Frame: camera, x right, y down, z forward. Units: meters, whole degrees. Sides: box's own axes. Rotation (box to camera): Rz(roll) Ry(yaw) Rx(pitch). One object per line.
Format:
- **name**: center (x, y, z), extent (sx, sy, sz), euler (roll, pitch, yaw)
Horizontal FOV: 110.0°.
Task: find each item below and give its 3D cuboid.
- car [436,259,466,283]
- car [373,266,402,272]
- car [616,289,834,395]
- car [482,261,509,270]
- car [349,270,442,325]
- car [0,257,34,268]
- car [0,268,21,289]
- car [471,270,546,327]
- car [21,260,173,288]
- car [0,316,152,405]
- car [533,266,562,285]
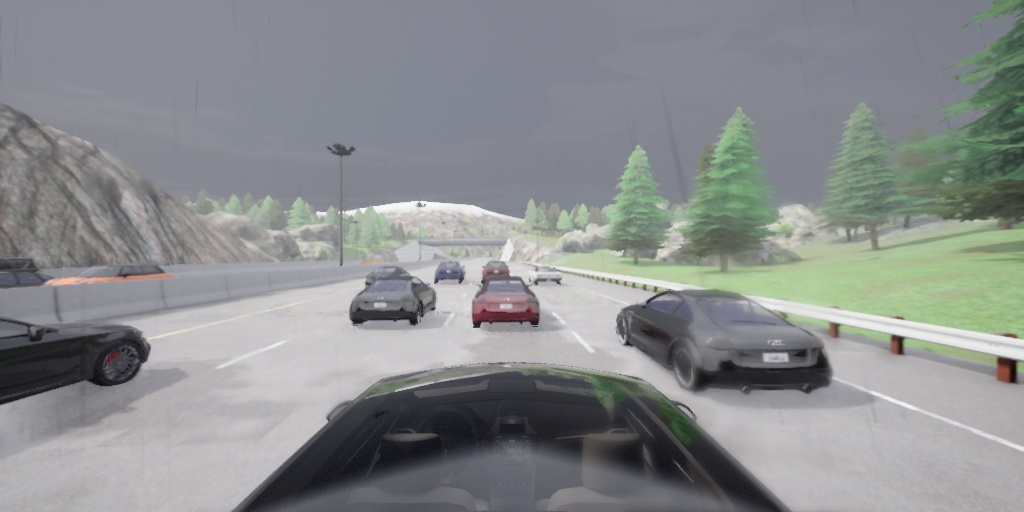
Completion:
- **car**: center (-4.793, 1.145, 28.377), extent (2.097, 1.767, 4.553), euler (0, 0, -4)
- **car**: center (-7.954, 1.343, 23.497), extent (2.033, 1.411, 5.357), euler (0, 0, -4)
- **car**: center (3.445, 1.310, 6.743), extent (1.994, 1.385, 4.181), euler (0, 0, -1)
- **car**: center (-1.265, 1.135, 28.091), extent (2.097, 1.767, 4.553), euler (0, 0, -4)
- **car**: center (-3.760, 1.336, 11.986), extent (1.994, 1.385, 4.181), euler (0, 0, -3)
- **car**: center (-25.189, 1.055, 16.145), extent (2.150, 2.045, 5.566), euler (0, 0, -4)
- **car**: center (-21.603, 1.370, 14.959), extent (2.033, 1.411, 5.357), euler (0, 0, -4)
- **car**: center (-0.239, 1.326, 11.652), extent (1.994, 1.385, 4.181), euler (0, 0, -2)
- **car**: center (-18.192, 1.167, 16.356), extent (2.097, 1.767, 4.553), euler (0, 0, -4)
- **car**: center (-6.983, 1.297, 4.046), extent (1.812, 1.442, 4.674), euler (0, 0, 0)
- **car**: center (2.355, 1.373, 26.563), extent (1.895, 1.301, 4.718), euler (0, 0, -4)
